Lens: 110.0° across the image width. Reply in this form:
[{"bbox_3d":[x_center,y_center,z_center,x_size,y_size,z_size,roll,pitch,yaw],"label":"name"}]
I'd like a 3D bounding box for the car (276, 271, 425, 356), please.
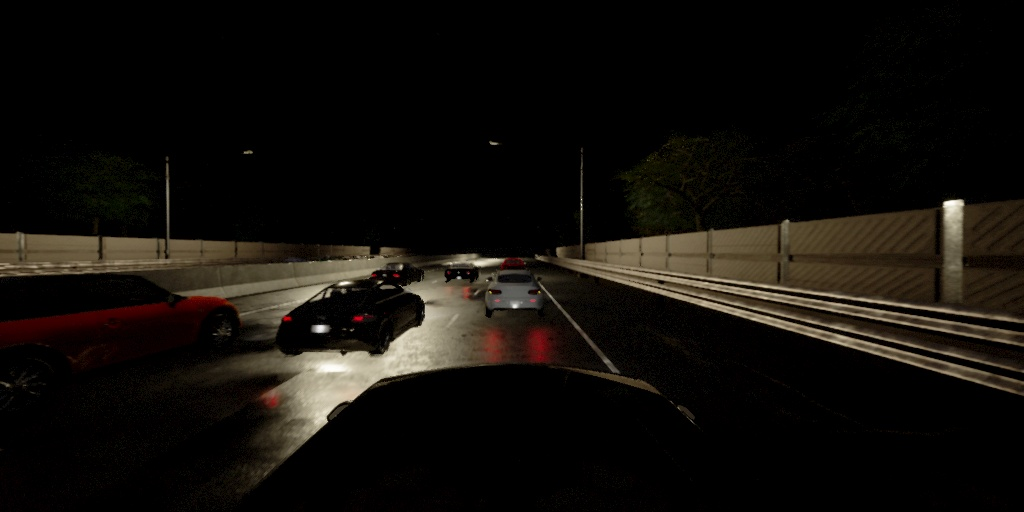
[{"bbox_3d":[-3.423,1.242,8.415,1.994,1.385,4.181,0,1,0],"label":"car"}]

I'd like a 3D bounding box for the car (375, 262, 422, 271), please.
[{"bbox_3d":[-6.928,1.075,22.070,2.033,1.411,5.357,0,1,0],"label":"car"}]

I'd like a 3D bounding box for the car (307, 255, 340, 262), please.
[{"bbox_3d":[-21.073,0.663,41.546,2.097,1.767,4.553,0,1,0],"label":"car"}]

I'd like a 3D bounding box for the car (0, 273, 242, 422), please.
[{"bbox_3d":[-6.938,1.056,5.909,2.097,1.767,4.553,0,1,1],"label":"car"}]

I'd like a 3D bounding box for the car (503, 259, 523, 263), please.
[{"bbox_3d":[0.096,0.935,28.355,1.882,1.535,5.008,0,1,0],"label":"car"}]

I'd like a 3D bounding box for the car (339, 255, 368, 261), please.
[{"bbox_3d":[-17.578,0.839,41.325,1.812,1.442,4.674,0,0,0],"label":"car"}]

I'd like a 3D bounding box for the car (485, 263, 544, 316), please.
[{"bbox_3d":[0.091,1.158,12.564,1.812,1.442,4.674,0,1,0],"label":"car"}]

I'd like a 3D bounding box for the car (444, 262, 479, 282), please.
[{"bbox_3d":[-3.413,1.093,25.269,1.895,1.301,4.718,0,1,0],"label":"car"}]

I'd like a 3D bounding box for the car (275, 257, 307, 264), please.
[{"bbox_3d":[-24.579,0.868,40.680,2.033,1.411,5.357,0,1,0],"label":"car"}]
